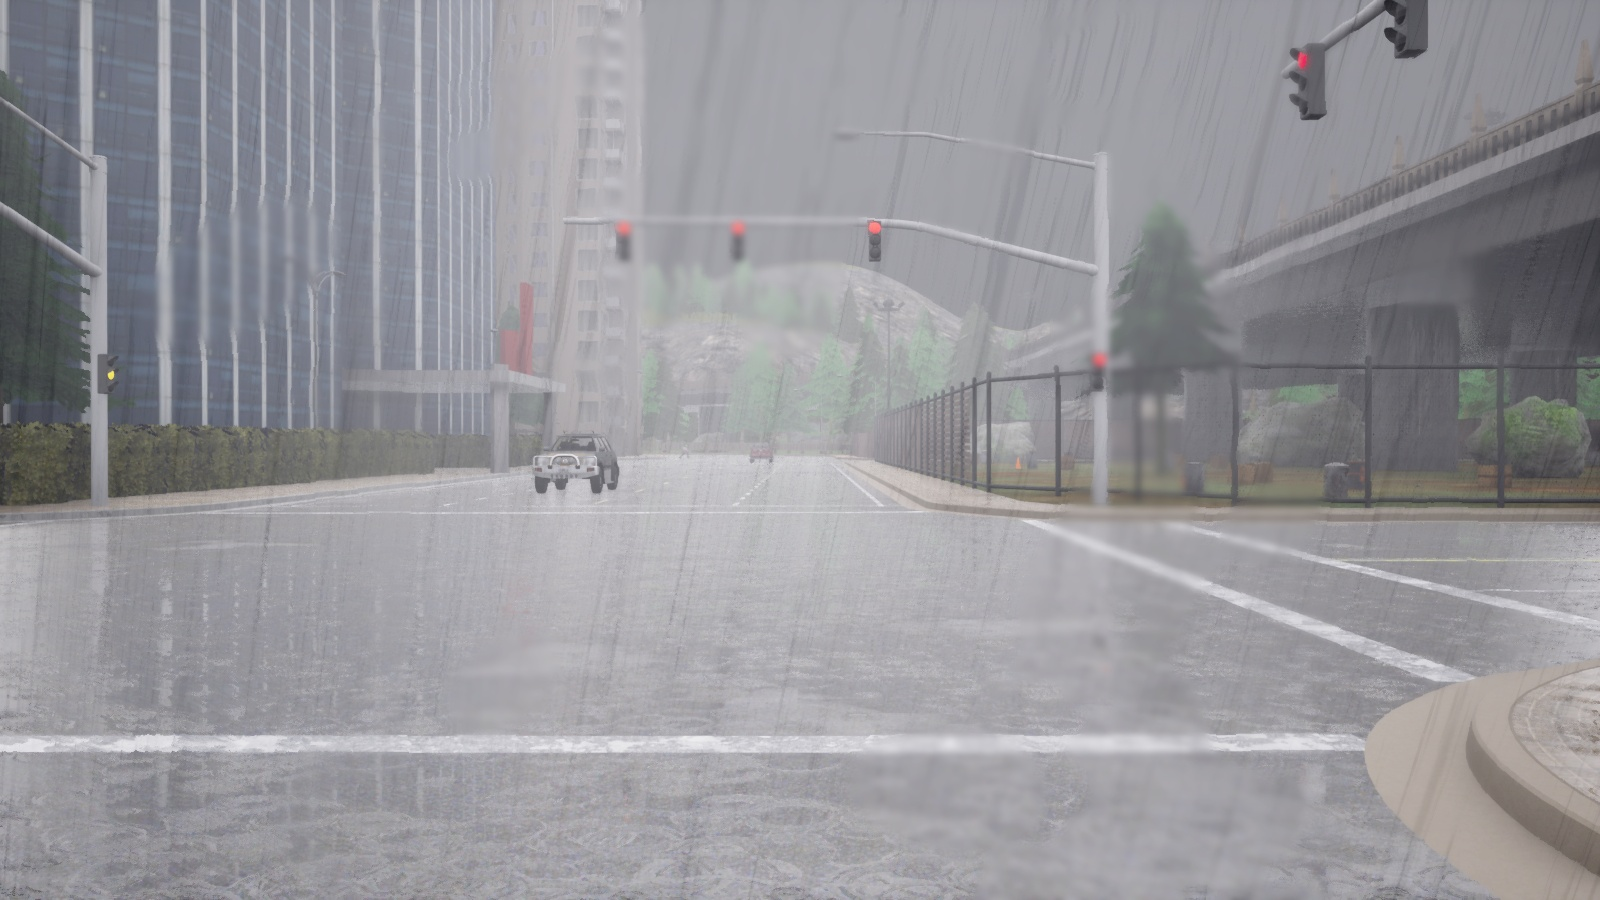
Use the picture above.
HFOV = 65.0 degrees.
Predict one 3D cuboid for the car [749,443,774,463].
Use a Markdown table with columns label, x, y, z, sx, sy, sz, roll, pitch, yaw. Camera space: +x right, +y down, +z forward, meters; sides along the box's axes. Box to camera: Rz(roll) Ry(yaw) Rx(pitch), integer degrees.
| label | x | y | z | sx | sy | sz | roll | pitch | yaw |
| --- | --- | --- | --- | --- | --- | --- | --- | --- | --- |
| car | -2.935 | 0.204 | 96.501 | 1.789 | 1.549 | 3.705 | 0 | 0 | 0 |

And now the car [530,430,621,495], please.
| label | x | y | z | sx | sy | sz | roll | pitch | yaw |
| --- | --- | --- | --- | --- | --- | --- | --- | --- | --- |
| car | -6.765 | 0.341 | 38.320 | 1.932 | 1.855 | 4.605 | 0 | 0 | 0 |
